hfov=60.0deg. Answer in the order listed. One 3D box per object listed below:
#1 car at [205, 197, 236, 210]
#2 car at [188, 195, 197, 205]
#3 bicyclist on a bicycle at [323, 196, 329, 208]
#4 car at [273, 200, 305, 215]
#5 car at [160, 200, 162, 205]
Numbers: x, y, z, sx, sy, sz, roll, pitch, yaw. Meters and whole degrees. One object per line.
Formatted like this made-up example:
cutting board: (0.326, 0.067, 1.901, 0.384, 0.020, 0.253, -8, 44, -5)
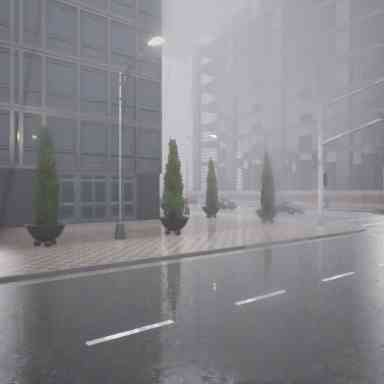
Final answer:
car: (3.690, 1.408, 43.461, 2.097, 1.767, 4.553, 0, 0, -36)
car: (-1.005, 1.407, 61.995, 2.097, 1.767, 4.553, 0, 0, -36)
bicyclist on a bicycle: (17.854, 1.356, 44.381, 1.656, 1.620, 0.582, 0, 0, -36)
car: (9.709, 1.581, 35.252, 1.812, 1.442, 4.674, 0, 0, -36)
car: (-3.686, 1.543, 53.578, 2.128, 1.511, 4.902, 0, 1, -36)
